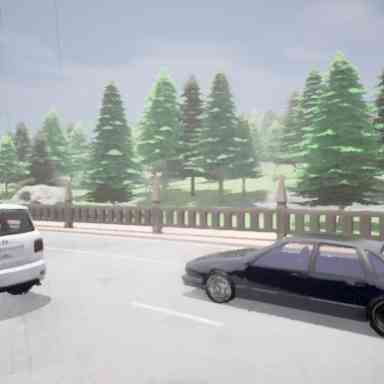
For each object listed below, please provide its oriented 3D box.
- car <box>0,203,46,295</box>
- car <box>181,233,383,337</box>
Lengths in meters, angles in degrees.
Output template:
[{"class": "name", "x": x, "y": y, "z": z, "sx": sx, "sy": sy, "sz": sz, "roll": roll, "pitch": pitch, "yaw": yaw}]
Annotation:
[{"class": "car", "x": -5.681, "y": 1.258, "z": 7.428, "sx": 5.566, "sy": 2.045, "sz": 2.150, "roll": 0, "pitch": 0, "yaw": 31}, {"class": "car", "x": 2.390, "y": 1.539, "z": 6.447, "sx": 5.357, "sy": 1.411, "sz": 2.033, "roll": 0, "pitch": 0, "yaw": 34}]
